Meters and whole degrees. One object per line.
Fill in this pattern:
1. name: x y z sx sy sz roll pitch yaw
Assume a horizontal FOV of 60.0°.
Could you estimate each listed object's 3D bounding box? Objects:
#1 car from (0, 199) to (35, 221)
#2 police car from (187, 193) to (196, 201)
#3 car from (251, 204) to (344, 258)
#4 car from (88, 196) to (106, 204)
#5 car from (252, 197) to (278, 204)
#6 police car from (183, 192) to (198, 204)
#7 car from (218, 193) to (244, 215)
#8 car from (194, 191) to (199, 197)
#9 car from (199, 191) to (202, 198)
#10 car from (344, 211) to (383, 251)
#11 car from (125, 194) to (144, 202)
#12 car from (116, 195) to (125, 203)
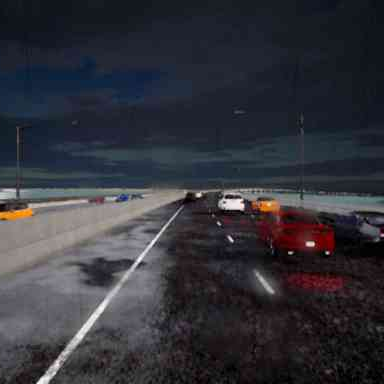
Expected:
1. car: -10.526 1.293 18.178 2.097 1.767 4.553 0 0 0
2. police car: -0.079 1.150 72.251 1.930 1.638 5.238 0 0 2
3. car: 3.638 1.439 12.669 1.882 1.535 5.008 0 0 0
4. car: -16.880 1.384 58.934 1.895 1.301 4.718 0 0 2
5. car: 7.323 1.238 33.562 2.097 1.767 4.553 0 0 1
6. police car: -0.456 1.220 56.280 1.930 1.638 5.238 0 0 1
7. car: 3.814 1.109 33.035 2.150 2.045 5.566 0 0 1
8. car: -0.233 0.977 66.182 2.150 2.045 5.566 0 0 1
9. car: 1.515 0.717 90.830 2.150 2.045 5.566 0 0 2
10. car: 7.142 1.506 13.769 2.033 1.411 5.357 0 0 0
11. car: -9.893 1.136 58.872 2.097 1.767 4.553 0 0 2
12. car: -13.248 1.239 63.958 1.882 1.535 5.008 0 0 2
